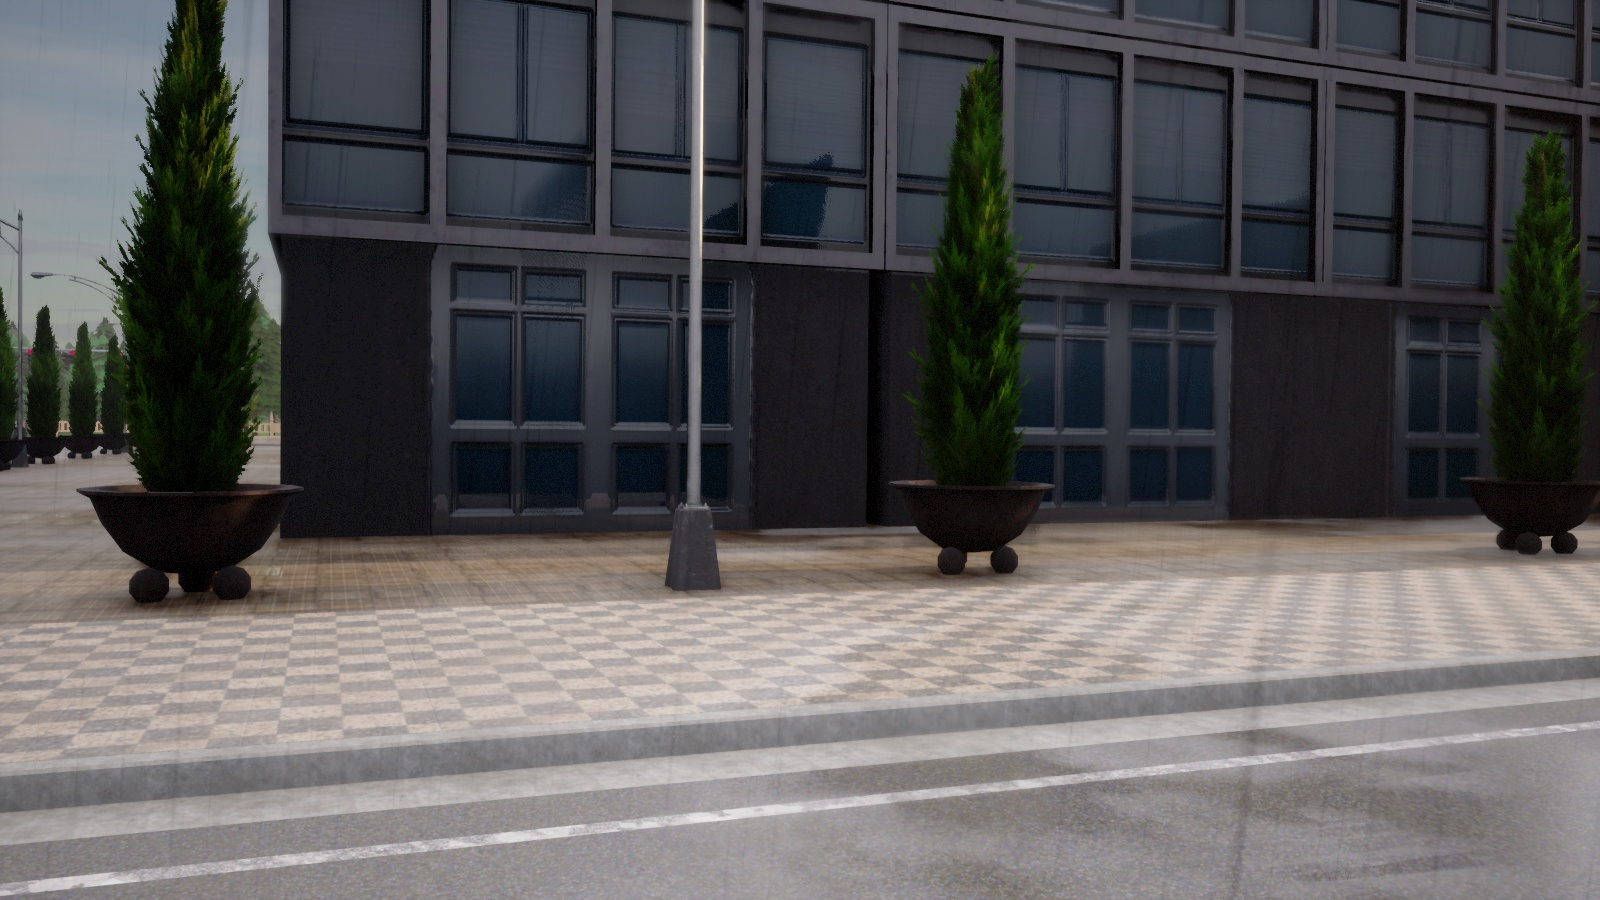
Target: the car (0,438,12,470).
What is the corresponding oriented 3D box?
[{"bbox_3d":[-38.497,0.209,58.691,1.837,1.490,4.892,-1,1,-20],"label":"car"}]
